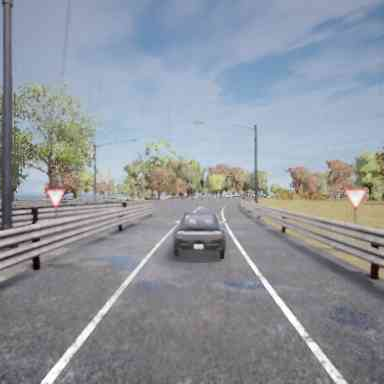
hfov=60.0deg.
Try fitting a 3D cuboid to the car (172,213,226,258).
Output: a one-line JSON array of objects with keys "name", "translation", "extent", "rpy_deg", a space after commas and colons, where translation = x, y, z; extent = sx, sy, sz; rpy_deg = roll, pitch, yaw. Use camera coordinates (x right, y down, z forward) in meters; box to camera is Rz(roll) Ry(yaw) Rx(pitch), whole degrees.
[{"name": "car", "translation": [0.318, 1.555, 13.109], "extent": [2.128, 1.511, 4.902], "rpy_deg": [0, 0, 2]}]
